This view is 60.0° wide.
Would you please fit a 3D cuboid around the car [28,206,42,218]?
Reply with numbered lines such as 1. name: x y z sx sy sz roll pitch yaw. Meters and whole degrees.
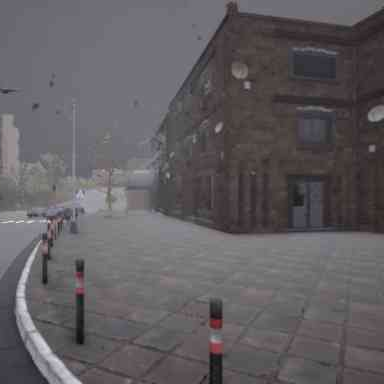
1. car: -18.925 2.463 41.423 2.033 1.411 5.357 0 -2 -12

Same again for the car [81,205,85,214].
1. car: -17.919 2.696 51.993 1.882 1.535 5.008 0 -2 -12

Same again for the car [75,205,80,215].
1. car: -15.894 2.440 42.758 1.837 1.490 4.892 0 -2 -12

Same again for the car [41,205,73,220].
1. car: -14.439 2.279 36.120 2.033 1.411 5.357 0 -2 -12

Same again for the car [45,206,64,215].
1. car: -21.010 2.808 50.917 1.895 1.301 4.718 0 -2 -12
